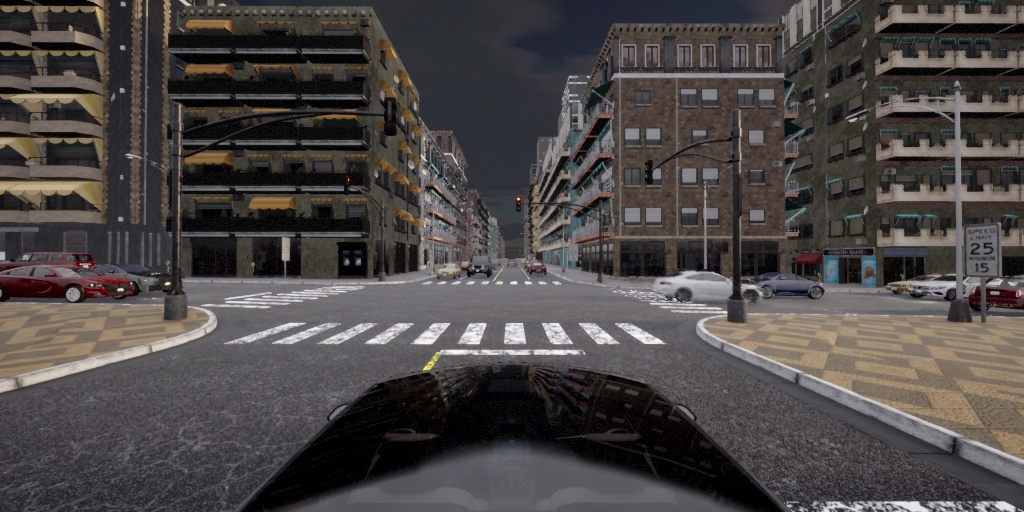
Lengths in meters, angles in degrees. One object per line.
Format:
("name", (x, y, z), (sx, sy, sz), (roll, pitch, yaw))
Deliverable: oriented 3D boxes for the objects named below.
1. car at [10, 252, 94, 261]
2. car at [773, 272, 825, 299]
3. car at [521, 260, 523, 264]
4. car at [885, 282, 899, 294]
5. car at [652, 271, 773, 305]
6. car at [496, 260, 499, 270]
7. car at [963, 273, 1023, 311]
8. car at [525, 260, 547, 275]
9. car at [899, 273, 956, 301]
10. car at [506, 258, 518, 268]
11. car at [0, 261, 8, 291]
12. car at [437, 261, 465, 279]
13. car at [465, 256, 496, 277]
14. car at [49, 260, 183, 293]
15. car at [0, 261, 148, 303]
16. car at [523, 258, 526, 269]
("car", (-28.642, 0.686, 22.013), (5.009, 1.841, 2.192), (0, 0, 0))
("car", (14.573, 1.584, 19.748), (4.181, 1.385, 1.994), (1, -1, -1))
("car", (2.702, 1.348, 54.934), (1.802, 1.307, 4.207), (0, 0, 0))
("car", (26.251, 1.756, 22.384), (4.829, 1.417, 1.751), (0, 0, 0))
("car", (9.032, 1.423, 16.774), (4.674, 1.442, 1.812), (1, 0, 4))
("car", (-3.089, 1.265, 49.226), (1.837, 1.490, 4.892), (0, 1, 0))
("car", (20.837, 1.501, 14.030), (4.097, 1.591, 1.967), (0, 0, 0))
("car", (2.699, 1.305, 38.364), (1.888, 1.381, 4.507), (0, 0, 0))
("car", (24.837, 1.706, 19.822), (4.674, 1.442, 1.812), (1, -1, 0))
("car", (0.014, 1.261, 63.793), (2.128, 1.511, 4.902), (0, 0, 0))
("car", (-26.980, 0.888, 16.242), (5.357, 1.411, 2.033), (1, -1, 0))
("car", (-5.683, 1.283, 32.686), (1.751, 1.417, 4.829), (0, 0, 0))
("car", (-3.093, 0.981, 35.266), (2.150, 2.045, 5.566), (0, 0, 0))
("car", (-17.674, 1.049, 16.307), (4.181, 1.385, 1.994), (1, -1, -1))
("car", (-17.260, 1.012, 13.716), (4.507, 1.381, 1.888), (0, 0, 0))
("car", (2.700, 1.201, 43.888), (1.967, 1.591, 4.097), (0, 0, 0))
